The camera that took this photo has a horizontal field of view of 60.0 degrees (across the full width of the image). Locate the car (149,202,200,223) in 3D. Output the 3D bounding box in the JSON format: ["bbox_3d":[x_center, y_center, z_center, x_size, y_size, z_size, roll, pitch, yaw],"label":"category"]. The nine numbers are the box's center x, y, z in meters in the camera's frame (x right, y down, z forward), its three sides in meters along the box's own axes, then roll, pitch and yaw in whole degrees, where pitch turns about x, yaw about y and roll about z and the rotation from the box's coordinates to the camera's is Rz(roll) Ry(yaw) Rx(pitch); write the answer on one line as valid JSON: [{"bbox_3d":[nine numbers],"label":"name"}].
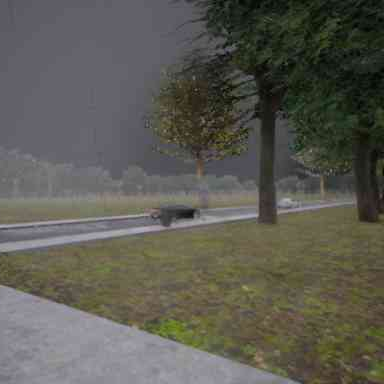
[{"bbox_3d":[-1.247,1.569,26.252,2.128,1.511,4.902,0,0,36],"label":"car"}]

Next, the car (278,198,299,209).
[{"bbox_3d":[13.653,1.625,47.069,1.812,1.442,4.674,0,0,36],"label":"car"}]
